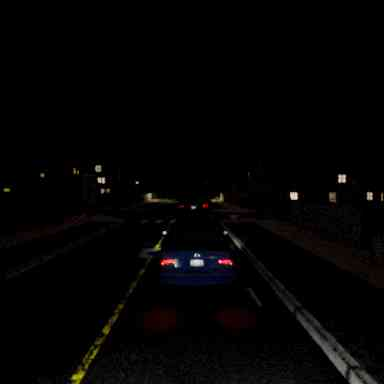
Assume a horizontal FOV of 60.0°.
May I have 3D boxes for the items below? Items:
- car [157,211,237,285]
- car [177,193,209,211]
[{"bbox_3d":[0.094,1.494,9.380,2.033,1.411,5.357,0,0,0],"label":"car"},{"bbox_3d":[0.098,1.109,24.376,2.150,2.045,5.566,1,0,0],"label":"car"}]
